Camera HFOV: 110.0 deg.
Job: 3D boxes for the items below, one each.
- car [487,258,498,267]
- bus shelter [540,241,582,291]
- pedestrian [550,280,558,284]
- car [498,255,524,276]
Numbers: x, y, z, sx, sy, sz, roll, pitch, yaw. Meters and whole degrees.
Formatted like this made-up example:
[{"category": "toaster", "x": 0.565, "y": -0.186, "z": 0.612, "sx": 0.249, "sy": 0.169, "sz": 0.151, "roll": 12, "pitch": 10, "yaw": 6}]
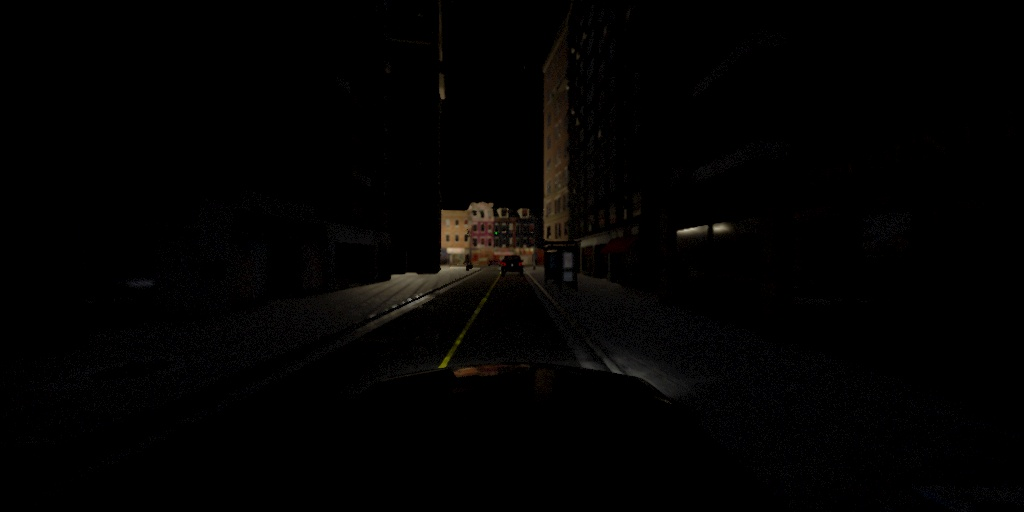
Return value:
[{"category": "car", "x": -2.501, "y": 0.882, "z": 50.703, "sx": 1.895, "sy": 1.301, "sz": 4.718, "roll": 0, "pitch": 0, "yaw": 0}, {"category": "bus shelter", "x": 2.884, "y": 0.597, "z": 20.876, "sx": 1.920, "sy": 2.740, "sz": 3.880, "roll": 0, "pitch": 0, "yaw": 0}, {"category": "pedestrian", "x": 2.862, "y": 0.859, "z": 23.445, "sx": 0.375, "sy": 1.860, "sz": 0.375, "roll": 0, "pitch": 0, "yaw": -10}, {"category": "car", "x": 0.047, "y": 0.920, "z": 36.411, "sx": 2.150, "sy": 2.045, "sz": 5.566, "roll": 0, "pitch": 0, "yaw": 1}]
